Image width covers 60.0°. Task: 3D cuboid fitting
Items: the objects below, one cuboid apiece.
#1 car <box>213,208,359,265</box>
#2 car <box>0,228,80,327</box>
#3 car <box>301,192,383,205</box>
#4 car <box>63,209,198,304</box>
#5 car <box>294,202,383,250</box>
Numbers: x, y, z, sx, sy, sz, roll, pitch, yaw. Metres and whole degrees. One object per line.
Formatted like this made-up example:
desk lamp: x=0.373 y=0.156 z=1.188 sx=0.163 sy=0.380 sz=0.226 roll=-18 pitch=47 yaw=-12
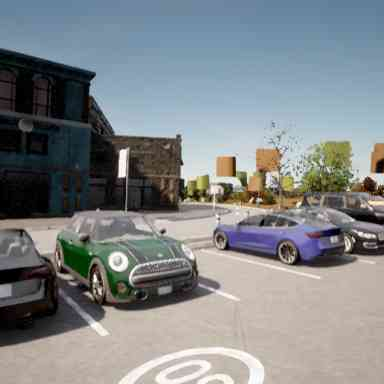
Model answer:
car: x=2.728 y=1.409 z=11.428 sx=2.163 sy=1.488 sz=4.792 roll=-1 pitch=0 yaw=-35
car: x=-4.086 y=1.450 z=6.567 sx=2.163 sy=1.488 sz=4.792 roll=0 pitch=0 yaw=-36
car: x=7.291 y=1.047 z=14.611 sx=2.435 sy=2.045 sz=5.566 roll=-1 pitch=1 yaw=-35
car: x=-1.818 y=1.290 z=8.187 sx=2.185 sy=1.767 sz=4.553 roll=0 pitch=0 yaw=-36
car: x=5.004 y=1.345 z=13.022 sx=2.231 sy=1.521 sz=4.892 roll=-1 pitch=1 yaw=-35
